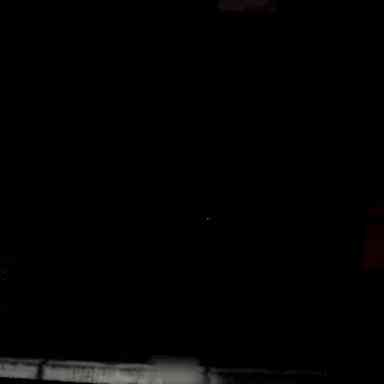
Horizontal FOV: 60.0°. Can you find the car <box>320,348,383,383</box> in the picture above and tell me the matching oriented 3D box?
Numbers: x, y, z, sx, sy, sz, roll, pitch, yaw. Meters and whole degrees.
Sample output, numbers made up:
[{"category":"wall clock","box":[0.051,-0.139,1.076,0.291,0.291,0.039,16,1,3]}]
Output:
[{"category":"car","box":[3.250,1.486,2.019,4.892,1.490,1.837,-1,0,1]}]
